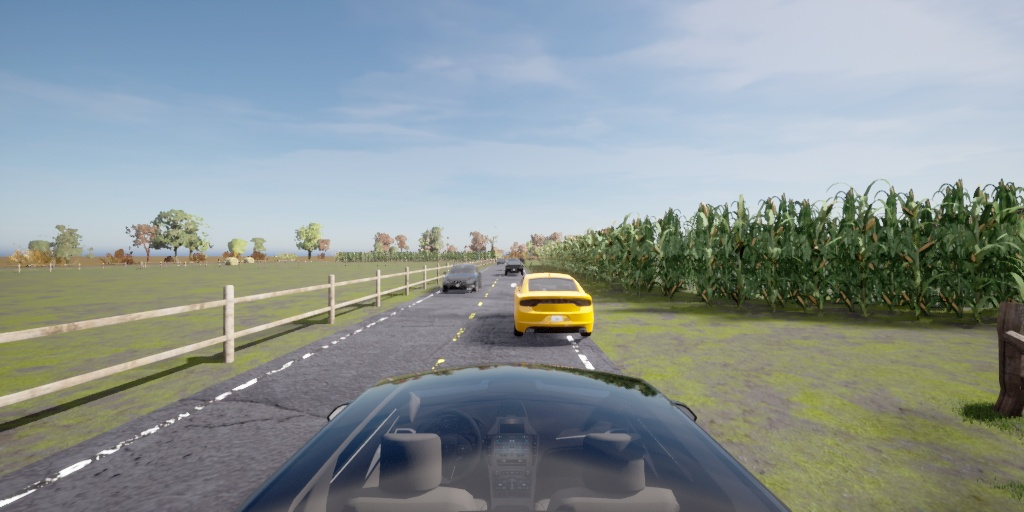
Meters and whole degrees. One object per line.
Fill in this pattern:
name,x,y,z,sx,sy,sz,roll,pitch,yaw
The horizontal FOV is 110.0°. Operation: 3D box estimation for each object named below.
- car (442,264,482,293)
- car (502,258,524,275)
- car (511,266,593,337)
car,-2.765,1.254,20.696,1.837,1.490,4.892,0,0,0
car,0.245,1.228,38.441,1.882,1.535,5.008,0,0,1
car,1.000,1.227,10.363,1.882,1.535,5.008,0,0,0
